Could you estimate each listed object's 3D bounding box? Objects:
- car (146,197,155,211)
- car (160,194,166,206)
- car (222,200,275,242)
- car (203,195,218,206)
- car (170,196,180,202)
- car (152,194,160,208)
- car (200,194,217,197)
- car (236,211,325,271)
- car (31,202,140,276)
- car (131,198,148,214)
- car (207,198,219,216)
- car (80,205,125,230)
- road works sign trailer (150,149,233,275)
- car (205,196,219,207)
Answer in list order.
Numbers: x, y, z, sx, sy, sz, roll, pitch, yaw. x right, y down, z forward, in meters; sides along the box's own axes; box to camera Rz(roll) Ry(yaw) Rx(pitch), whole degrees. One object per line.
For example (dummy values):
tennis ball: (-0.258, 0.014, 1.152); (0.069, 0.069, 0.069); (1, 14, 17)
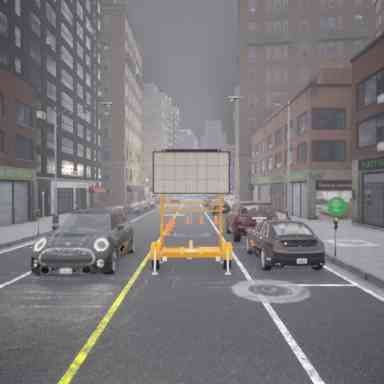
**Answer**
car: (-5.742, 1.569, 38.273); (1.802, 1.307, 4.206); (-1, 0, 0)
car: (-5.774, 1.287, 54.796); (2.192, 1.841, 5.009); (-1, 0, 0)
car: (2.819, 1.312, 16.274); (2.192, 1.841, 5.009); (-1, 0, 0)
car: (2.764, 1.544, 49.312); (1.947, 1.339, 4.313); (-1, 0, 0)
car: (-3.146, 1.443, 60.617); (1.882, 1.535, 5.008); (0, 0, 0)
car: (-5.753, 1.423, 43.781); (1.967, 1.590, 4.097); (-1, 0, 0)
car: (2.754, 1.538, 54.819); (1.947, 1.339, 4.313); (-1, 0, 0)
car: (2.831, 1.549, 10.768); (2.008, 1.369, 4.403); (-1, 0, 0)
car: (-3.120, 1.350, 10.431); (2.097, 1.767, 4.553); (0, 0, 0)
car: (-5.733, 1.573, 32.765); (1.802, 1.307, 4.206); (-1, 0, 0)
car: (2.792, 1.557, 32.793); (1.947, 1.339, 4.313); (-1, 0, 0)
car: (-5.713, 1.577, 21.750); (1.802, 1.307, 4.206); (-1, 0, 0)
road works sign trailer: (-0.019, 0.462, 10.444); (2.380, 3.560, 2.880); (0, 0, 0)
car: (2.783, 1.513, 38.469); (1.752, 1.417, 4.829); (-1, 0, 0)
